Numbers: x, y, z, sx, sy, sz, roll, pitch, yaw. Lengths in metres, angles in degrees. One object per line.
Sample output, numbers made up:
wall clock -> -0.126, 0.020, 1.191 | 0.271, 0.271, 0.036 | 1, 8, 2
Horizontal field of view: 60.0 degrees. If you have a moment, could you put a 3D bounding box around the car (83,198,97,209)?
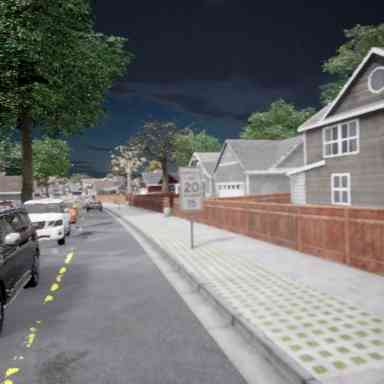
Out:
car -> -15.906, 1.773, 51.683 | 1.812, 1.442, 4.674 | -2, 0, -21

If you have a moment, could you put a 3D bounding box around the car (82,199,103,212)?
car -> -12.391, 1.692, 42.019 | 2.128, 1.511, 4.902 | -2, 0, -19

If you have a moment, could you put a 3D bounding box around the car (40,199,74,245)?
car -> -7.286, 1.392, 16.457 | 2.150, 2.045, 5.566 | -2, 0, -17

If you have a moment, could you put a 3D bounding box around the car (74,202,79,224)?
car -> -10.198, 1.569, 26.102 | 2.097, 1.767, 4.553 | -2, 0, -18

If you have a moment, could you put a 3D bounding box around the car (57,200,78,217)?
car -> -13.350, 1.737, 35.968 | 1.882, 1.535, 5.008 | -2, 0, -18

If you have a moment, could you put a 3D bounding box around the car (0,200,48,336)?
car -> -4.479, 1.341, 6.482 | 2.150, 2.045, 5.566 | -2, 0, -15
